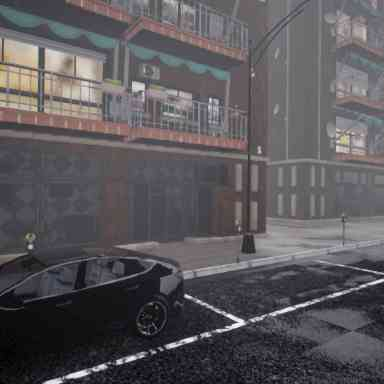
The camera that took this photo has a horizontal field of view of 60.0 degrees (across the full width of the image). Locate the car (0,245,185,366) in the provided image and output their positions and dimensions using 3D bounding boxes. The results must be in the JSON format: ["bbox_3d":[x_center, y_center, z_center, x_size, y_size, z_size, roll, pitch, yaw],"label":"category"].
[{"bbox_3d":[-2.117,1.566,5.029,4.313,1.339,1.947,0,1,-35],"label":"car"}]
